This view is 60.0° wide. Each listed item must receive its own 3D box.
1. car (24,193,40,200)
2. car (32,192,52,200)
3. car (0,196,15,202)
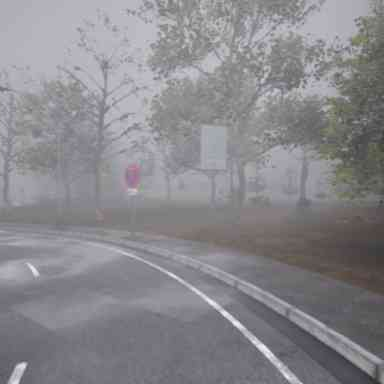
[{"bbox_3d":[-39.215,1.052,81.639,2.128,1.511,4.902,-1,1,-8],"label":"car"},{"bbox_3d":[-35.413,1.110,78.186,2.033,1.411,5.357,-1,1,-8],"label":"car"},{"bbox_3d":[-36.860,1.468,65.958,1.895,1.301,4.718,-1,1,-9],"label":"car"}]
